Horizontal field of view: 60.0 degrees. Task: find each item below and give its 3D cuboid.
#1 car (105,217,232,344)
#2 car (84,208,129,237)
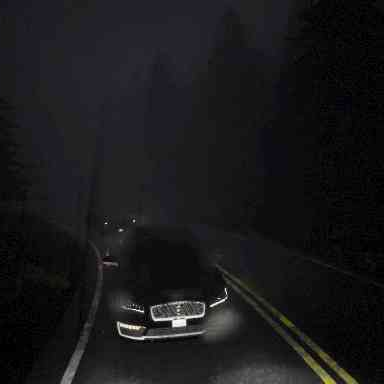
[{"bbox_3d":[-0.646,1.495,6.812,1.837,1.490,4.892,-1,0,-11],"label":"car"},{"bbox_3d":[-4.633,1.612,18.545,1.895,1.301,4.718,-3,1,-29],"label":"car"}]
